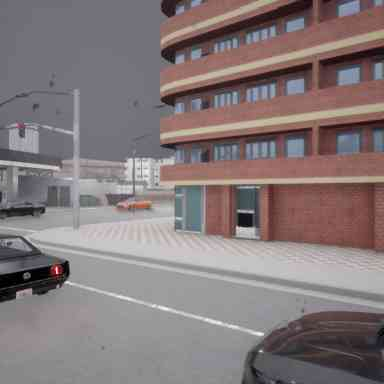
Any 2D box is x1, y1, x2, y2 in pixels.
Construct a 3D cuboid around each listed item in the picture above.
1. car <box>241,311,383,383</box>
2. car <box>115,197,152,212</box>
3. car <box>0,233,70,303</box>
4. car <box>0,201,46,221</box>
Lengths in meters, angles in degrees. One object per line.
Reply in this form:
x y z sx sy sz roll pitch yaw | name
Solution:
2.668 1.514 2.092 4.892 1.490 1.837 0 0 35 | car
-6.719 1.377 38.735 2.097 1.767 4.553 0 0 35 | car
-4.913 1.599 7.483 4.718 1.301 1.895 0 0 36 | car
-14.556 1.487 27.365 2.128 1.511 4.902 0 0 35 | car
